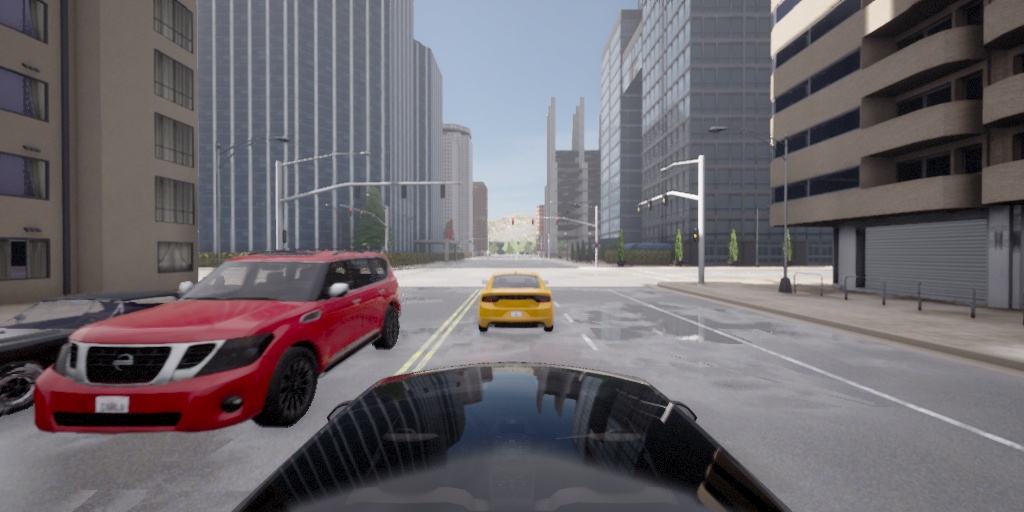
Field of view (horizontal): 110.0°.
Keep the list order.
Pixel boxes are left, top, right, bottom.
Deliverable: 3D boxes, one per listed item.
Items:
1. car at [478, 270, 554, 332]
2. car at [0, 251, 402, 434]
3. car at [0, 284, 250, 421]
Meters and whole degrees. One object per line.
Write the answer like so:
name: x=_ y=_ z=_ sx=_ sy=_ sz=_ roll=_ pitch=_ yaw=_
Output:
car: x=0.101 y=1.156 z=10.637 sx=1.882 sy=1.535 sz=5.008 roll=0 pitch=0 yaw=0
car: x=-3.578 y=0.933 z=5.978 sx=2.150 sy=2.045 sz=5.566 roll=0 pitch=1 yaw=0
car: x=-7.077 y=1.316 z=6.022 sx=1.895 sy=1.301 sz=4.718 roll=0 pitch=0 yaw=0
